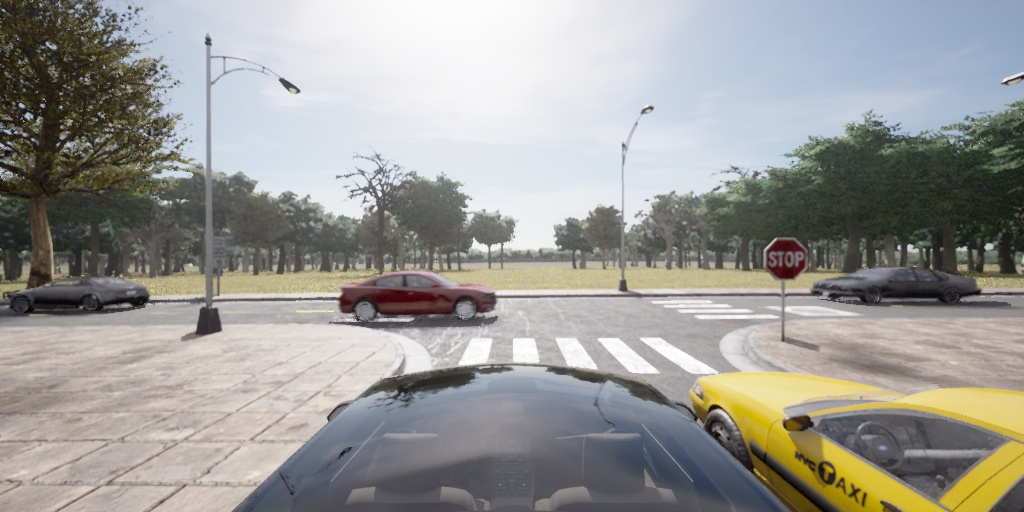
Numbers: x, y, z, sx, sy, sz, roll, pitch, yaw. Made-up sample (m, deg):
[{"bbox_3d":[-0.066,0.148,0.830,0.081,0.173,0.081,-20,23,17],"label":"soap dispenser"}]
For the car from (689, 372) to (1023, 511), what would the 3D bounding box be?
[{"bbox_3d":[2.638,1.275,1.734,1.751,1.417,4.829,0,0,0],"label":"car"}]

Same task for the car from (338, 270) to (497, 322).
[{"bbox_3d":[-3.008,1.223,11.750,5.008,1.535,1.882,-1,0,0],"label":"car"}]

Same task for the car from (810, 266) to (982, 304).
[{"bbox_3d":[15.427,1.133,14.542,5.357,1.411,2.033,0,0,0],"label":"car"}]

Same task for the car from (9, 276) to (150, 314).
[{"bbox_3d":[-17.725,1.524,14.824,4.181,1.385,1.994,-1,0,0],"label":"car"}]
